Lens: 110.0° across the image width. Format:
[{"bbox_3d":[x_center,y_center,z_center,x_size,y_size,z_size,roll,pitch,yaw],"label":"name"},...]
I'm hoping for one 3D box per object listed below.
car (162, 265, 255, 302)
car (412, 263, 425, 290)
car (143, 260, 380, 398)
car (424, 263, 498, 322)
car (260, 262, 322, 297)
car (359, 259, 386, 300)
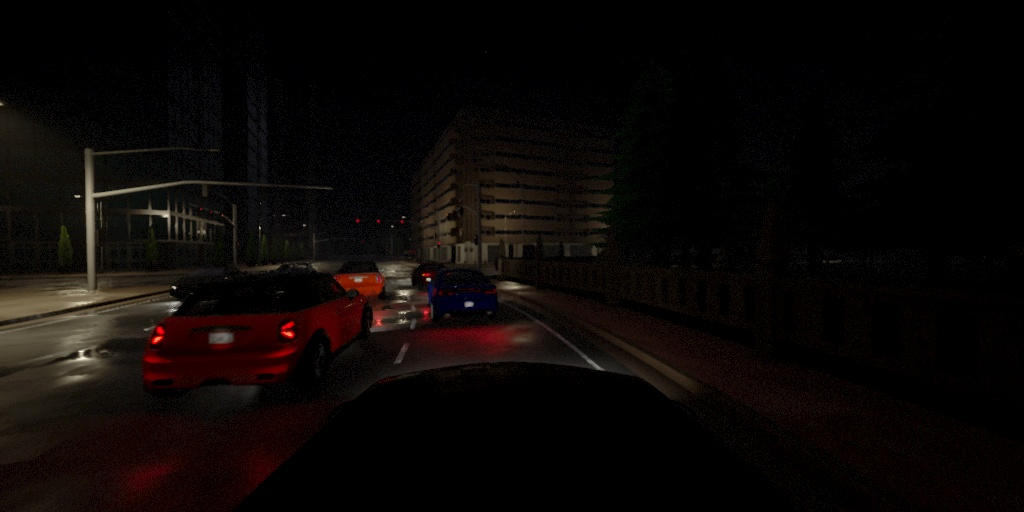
[{"bbox_3d":[-15.009,1.240,18.176,2.033,1.411,5.357,-1,1,-23],"label":"car"},{"bbox_3d":[-4.689,1.103,20.890,1.812,1.442,4.674,-1,1,-22],"label":"car"},{"bbox_3d":[-4.161,1.080,6.826,2.097,1.767,4.553,-1,1,-9],"label":"car"},{"bbox_3d":[-1.804,1.128,12.056,1.882,1.535,5.008,-1,1,-15],"label":"car"},{"bbox_3d":[-11.754,1.147,19.457,2.128,1.511,4.902,-1,1,-23],"label":"car"},{"bbox_3d":[-7.009,0.995,16.724,2.097,1.767,4.553,-1,1,-20],"label":"car"}]
